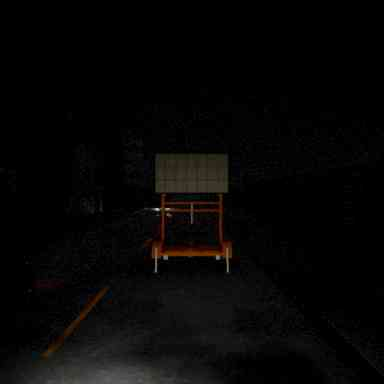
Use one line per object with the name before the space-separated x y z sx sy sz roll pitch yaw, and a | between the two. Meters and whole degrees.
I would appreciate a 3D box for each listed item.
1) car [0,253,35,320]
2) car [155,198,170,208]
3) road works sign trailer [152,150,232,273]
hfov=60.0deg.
car | -4.102 1.564 4.885 1.994 1.385 4.181 0 0 0
car | -4.114 1.524 47.036 1.812 1.442 4.674 0 0 0
road works sign trailer | -0.004 0.464 10.652 2.380 3.560 2.880 0 0 0
